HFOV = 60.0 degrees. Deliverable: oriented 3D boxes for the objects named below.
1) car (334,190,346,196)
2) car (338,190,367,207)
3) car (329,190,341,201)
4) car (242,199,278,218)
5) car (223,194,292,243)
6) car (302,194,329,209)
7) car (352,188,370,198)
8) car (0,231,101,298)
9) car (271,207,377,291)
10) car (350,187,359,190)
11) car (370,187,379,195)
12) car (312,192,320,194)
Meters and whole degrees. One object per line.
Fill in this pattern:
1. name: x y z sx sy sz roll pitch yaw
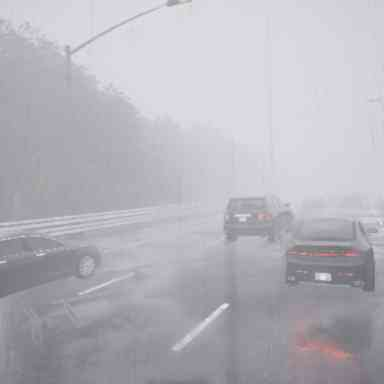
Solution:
1. car: 37.996 0.186 85.351 1.837 1.490 4.892 -3 0 33
2. car: 17.171 0.876 35.484 2.128 1.511 4.902 -3 0 27
3. car: 23.416 0.741 54.701 2.033 1.411 5.357 -3 0 30
4. car: 5.956 1.406 28.811 1.994 1.385 4.181 -3 -1 27
5. car: 3.243 1.144 15.688 2.150 2.045 5.566 -3 0 27
6. car: 12.693 1.182 34.387 1.895 1.301 4.718 -3 0 27
7. car: 30.056 0.480 59.171 1.994 1.385 4.181 -3 0 30
8. car: -4.392 1.743 8.292 1.837 1.490 4.892 -3 0 27
9. car: 3.655 1.381 8.718 1.837 1.490 4.892 -3 0 27
10. car: 41.138 -0.238 83.791 2.150 2.045 5.566 -3 0 33
11. car: 44.282 -0.113 82.190 1.837 1.490 4.892 -3 0 33
12. car: 22.306 0.794 59.741 1.812 1.442 4.674 -3 0 30
